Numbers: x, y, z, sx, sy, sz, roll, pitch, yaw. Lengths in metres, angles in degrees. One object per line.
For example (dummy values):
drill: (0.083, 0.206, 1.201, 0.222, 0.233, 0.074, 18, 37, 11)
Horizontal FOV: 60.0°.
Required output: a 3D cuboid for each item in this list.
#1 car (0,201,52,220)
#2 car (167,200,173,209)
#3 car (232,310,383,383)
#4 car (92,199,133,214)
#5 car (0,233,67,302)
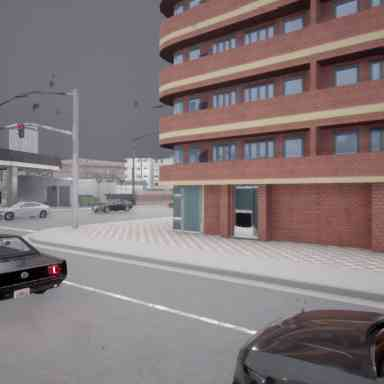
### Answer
car: (-14.193, 1.523, 27.981, 1.812, 1.442, 4.674, 0, 0, 34)
car: (-1.510, 1.398, 46.440, 2.097, 1.767, 4.553, 0, 0, 35)
car: (2.600, 1.514, 2.141, 4.892, 1.490, 1.837, 0, 0, 35)
car: (-8.607, 1.510, 36.153, 2.128, 1.511, 4.902, 0, 0, 35)
car: (-4.982, 1.599, 7.530, 4.718, 1.301, 1.895, 0, 0, 36)
